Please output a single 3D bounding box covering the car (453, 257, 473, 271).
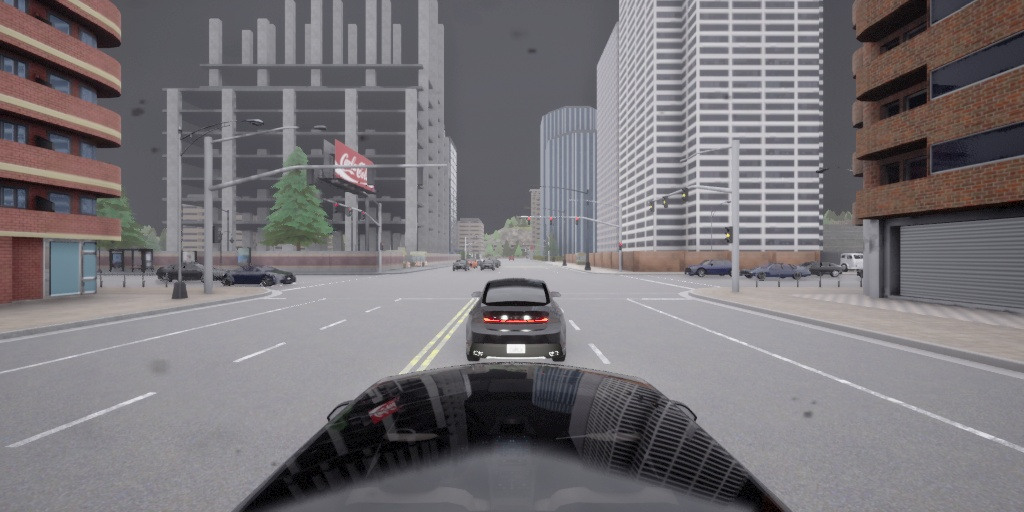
[{"bbox_3d":[-6.862,1.254,48.760,1.837,1.490,4.892,0,0,0],"label":"car"}]

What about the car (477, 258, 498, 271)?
[{"bbox_3d":[-3.354,1.254,50.290,1.837,1.490,4.892,0,0,0],"label":"car"}]

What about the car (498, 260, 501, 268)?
[{"bbox_3d":[-3.287,1.102,60.415,2.097,1.767,4.553,0,0,1],"label":"car"}]

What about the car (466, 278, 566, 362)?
[{"bbox_3d":[0.094,1.255,8.228,1.837,1.490,4.892,0,0,1],"label":"car"}]

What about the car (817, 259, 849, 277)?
[{"bbox_3d":[29.068,1.255,34.684,4.892,1.490,1.837,0,0,0],"label":"car"}]

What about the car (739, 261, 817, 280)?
[{"bbox_3d":[22.808,1.297,31.191,5.357,1.411,2.033,0,0,0],"label":"car"}]

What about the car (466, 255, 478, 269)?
[{"bbox_3d":[-6.805,1.102,57.966,2.097,1.767,4.553,0,0,0],"label":"car"}]

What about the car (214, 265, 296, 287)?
[{"bbox_3d":[-16.779,1.313,23.837,4.181,1.385,1.994,0,0,2],"label":"car"}]

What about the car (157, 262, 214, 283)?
[{"bbox_3d":[-24.203,1.250,27.472,4.892,1.490,1.837,1,0,0],"label":"car"}]

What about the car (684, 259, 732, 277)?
[{"bbox_3d":[19.218,1.102,34.690,4.553,1.767,2.097,0,0,0],"label":"car"}]

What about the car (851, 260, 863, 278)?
[{"bbox_3d":[32.720,1.314,31.180,4.181,1.385,1.994,0,0,0],"label":"car"}]
